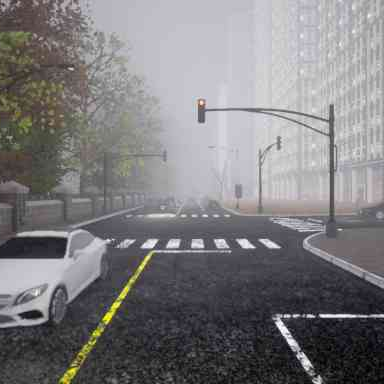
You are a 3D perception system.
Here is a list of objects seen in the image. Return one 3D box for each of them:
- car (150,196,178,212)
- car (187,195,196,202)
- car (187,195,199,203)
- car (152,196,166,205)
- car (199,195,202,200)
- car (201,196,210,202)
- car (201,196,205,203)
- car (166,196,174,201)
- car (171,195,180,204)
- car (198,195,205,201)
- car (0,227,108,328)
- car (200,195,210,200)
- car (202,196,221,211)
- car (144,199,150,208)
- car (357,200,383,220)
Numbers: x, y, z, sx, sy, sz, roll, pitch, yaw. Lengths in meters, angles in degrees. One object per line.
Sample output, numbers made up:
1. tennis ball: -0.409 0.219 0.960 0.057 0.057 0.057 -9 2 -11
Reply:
1. car: -3.135 1.509 38.214 2.128 1.511 4.902 0 0 0
2. car: -0.069 1.482 78.807 2.033 1.411 5.357 0 0 0
3. car: -0.061 1.578 69.224 1.812 1.442 4.674 0 0 0
4. car: -5.740 1.478 58.414 1.967 1.590 4.097 0 0 0
5. car: 3.052 1.406 69.806 2.097 1.767 4.553 0 0 0
6. car: 3.082 1.590 76.836 1.812 1.442 4.674 0 0 0
7. car: 2.650 1.592 47.156 1.947 1.339 4.313 0 0 0
8. car: -5.765 1.626 86.575 1.887 1.381 4.507 0 0 0
9. car: -3.140 1.530 49.175 1.837 1.490 4.892 0 1 0
10. car: 2.611 1.642 92.214 2.008 1.369 4.403 0 0 0
11. car: -3.108 1.526 7.103 1.812 1.442 4.674 0 0 0
12. car: 2.645 1.597 52.789 1.947 1.339 4.313 0 0 0
13. car: 2.655 1.587 41.523 1.947 1.339 4.313 0 0 0
14. car: -5.730 1.608 47.149 1.802 1.307 4.206 0 0 0
15. car: 14.933 1.239 24.747 4.892 1.490 1.837 -1 0 0
